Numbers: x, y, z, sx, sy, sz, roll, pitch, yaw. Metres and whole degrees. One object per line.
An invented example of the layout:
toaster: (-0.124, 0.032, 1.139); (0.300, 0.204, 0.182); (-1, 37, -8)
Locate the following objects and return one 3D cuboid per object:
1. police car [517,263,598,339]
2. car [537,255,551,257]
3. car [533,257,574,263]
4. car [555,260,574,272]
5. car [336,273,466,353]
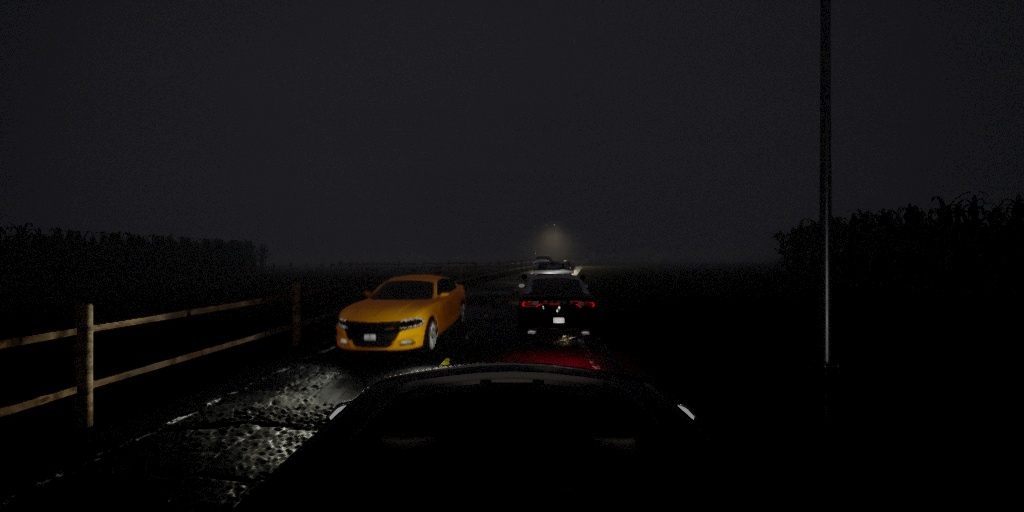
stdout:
police car: (1.198, 1.172, 10.259); (1.930, 1.638, 5.238); (0, 0, 4)
car: (4.050, 0.926, 46.485); (2.150, 2.045, 5.566); (0, 0, 12)
car: (2.259, 1.088, 19.908); (2.097, 1.767, 4.553); (0, 0, 8)
car: (6.724, 1.267, 45.851); (1.994, 1.385, 4.181); (0, 0, 13)
car: (-2.455, 1.226, 9.111); (1.882, 1.535, 5.008); (0, 0, 4)
